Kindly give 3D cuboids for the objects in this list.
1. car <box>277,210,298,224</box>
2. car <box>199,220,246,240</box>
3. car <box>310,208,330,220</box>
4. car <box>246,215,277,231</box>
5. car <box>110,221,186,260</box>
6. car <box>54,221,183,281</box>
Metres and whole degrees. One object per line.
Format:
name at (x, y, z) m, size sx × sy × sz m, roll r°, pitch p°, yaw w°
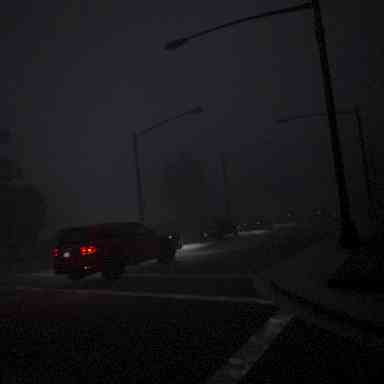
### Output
car at (12.749, 3.258, 44.978) m, size 2.097 × 1.767 × 4.553 m, roll -9°, pitch -5°, yaw 32°
car at (2.341, 3.172, 28.431) m, size 2.128 × 1.511 × 4.902 m, roll -9°, pitch -5°, yaw 32°
car at (17.707, 2.960, 46.035) m, size 2.128 × 1.511 × 4.902 m, roll -9°, pitch -5°, yaw 32°
car at (7.280, 3.314, 36.278) m, size 1.812 × 1.442 × 4.674 m, roll -9°, pitch -5°, yaw 32°
car at (-2.575, 2.925, 20.619) m, size 2.097 × 1.767 × 4.553 m, roll -9°, pitch -5°, yaw 32°
car at (-2.912, 2.271, 13.652) m, size 2.150 × 2.045 × 5.566 m, roll -9°, pitch -6°, yaw 29°
